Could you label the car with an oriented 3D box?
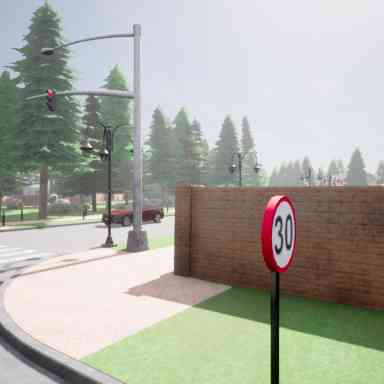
[{"bbox_3d":[-4.012,1.464,23.168,1.882,1.535,5.008,0,0,35],"label":"car"}]
